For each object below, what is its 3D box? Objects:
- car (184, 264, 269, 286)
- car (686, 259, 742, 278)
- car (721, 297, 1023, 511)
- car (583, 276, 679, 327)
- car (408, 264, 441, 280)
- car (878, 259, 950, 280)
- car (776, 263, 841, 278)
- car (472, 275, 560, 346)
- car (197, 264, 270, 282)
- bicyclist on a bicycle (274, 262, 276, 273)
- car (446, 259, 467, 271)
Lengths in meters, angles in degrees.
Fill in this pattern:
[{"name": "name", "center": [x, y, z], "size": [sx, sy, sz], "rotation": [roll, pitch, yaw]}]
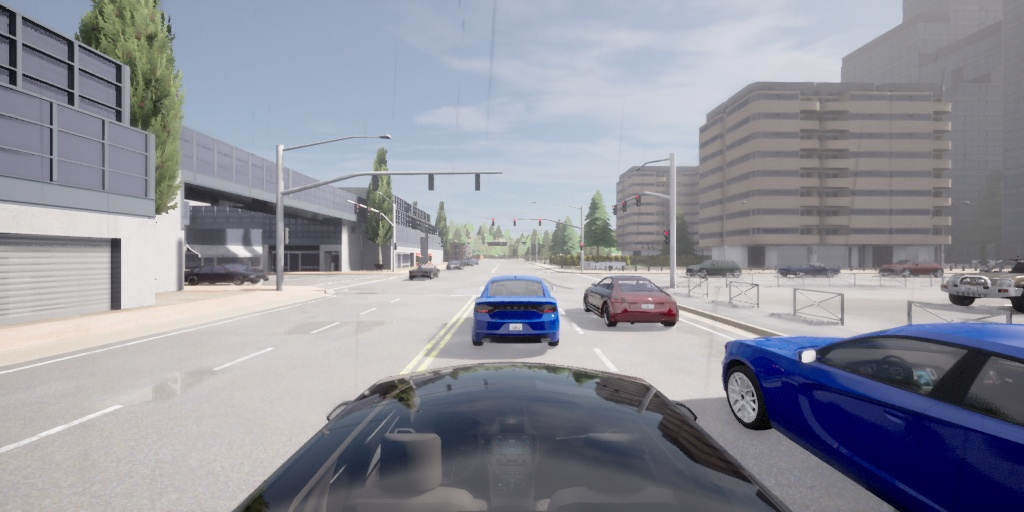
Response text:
[{"name": "car", "center": [-19.935, 1.297, 24.744], "size": [5.357, 1.411, 2.033], "rotation": [0, 0, -1]}, {"name": "car", "center": [18.692, 1.102, 33.391], "size": [4.553, 1.767, 2.097], "rotation": [0, 0, -1]}, {"name": "car", "center": [3.603, 1.228, 2.576], "size": [1.882, 1.535, 5.008], "rotation": [0, 0, 0]}, {"name": "car", "center": [3.604, 1.314, 11.560], "size": [1.994, 1.385, 4.181], "rotation": [0, 0, 0]}, {"name": "car", "center": [-7.391, 1.351, 30.519], "size": [1.895, 1.301, 4.718], "rotation": [0, 0, -2]}, {"name": "car", "center": [37.476, 1.102, 33.760], "size": [4.553, 1.767, 2.097], "rotation": [0, 0, -1]}, {"name": "car", "center": [27.679, 1.351, 33.575], "size": [4.718, 1.301, 1.895], "rotation": [0, 0, -1]}, {"name": "car", "center": [0.096, 1.228, 9.429], "size": [1.882, 1.535, 5.008], "rotation": [0, 0, 0]}, {"name": "car", "center": [-21.815, 1.314, 28.218], "size": [4.181, 1.385, 1.994], "rotation": [0, 0, -1]}, {"name": "bicyclist on a bicycle", "center": [-25.833, 1.053, 39.649], "size": [0.582, 1.620, 1.656], "rotation": [0, 0, -1]}, {"name": "car", "center": [-7.852, 1.242, 49.452], "size": [2.128, 1.511, 4.902], "rotation": [0, 0, -1]}]
